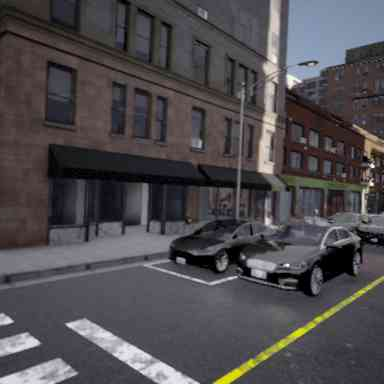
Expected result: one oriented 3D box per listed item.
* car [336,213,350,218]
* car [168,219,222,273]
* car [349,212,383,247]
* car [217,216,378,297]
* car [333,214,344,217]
[{"bbox_3d":[8.873,1.881,19.098,1.947,1.339,4.313,3,0,43],"label":"car"},{"bbox_3d":[1.191,1.573,10.729,1.947,1.339,4.313,3,0,43],"label":"car"},{"bbox_3d":[9.458,1.832,15.975,1.882,1.535,5.008,3,0,43],"label":"car"},{"bbox_3d":[3.131,1.592,9.089,2.128,1.511,4.902,3,0,43],"label":"car"},{"bbox_3d":[5.031,1.743,14.913,1.802,1.307,4.206,3,0,43],"label":"car"}]
